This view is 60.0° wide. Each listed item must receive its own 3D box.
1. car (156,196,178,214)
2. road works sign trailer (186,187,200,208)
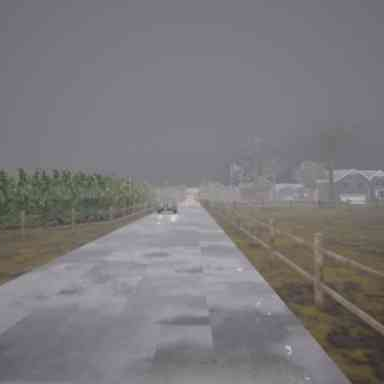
[{"bbox_3d":[-2.824,1.449,38.799,2.150,2.045,5.566,0,-1,0],"label":"car"},{"bbox_3d":[0.134,0.903,56.475,2.380,3.560,2.880,0,-1,-5],"label":"road works sign trailer"}]
